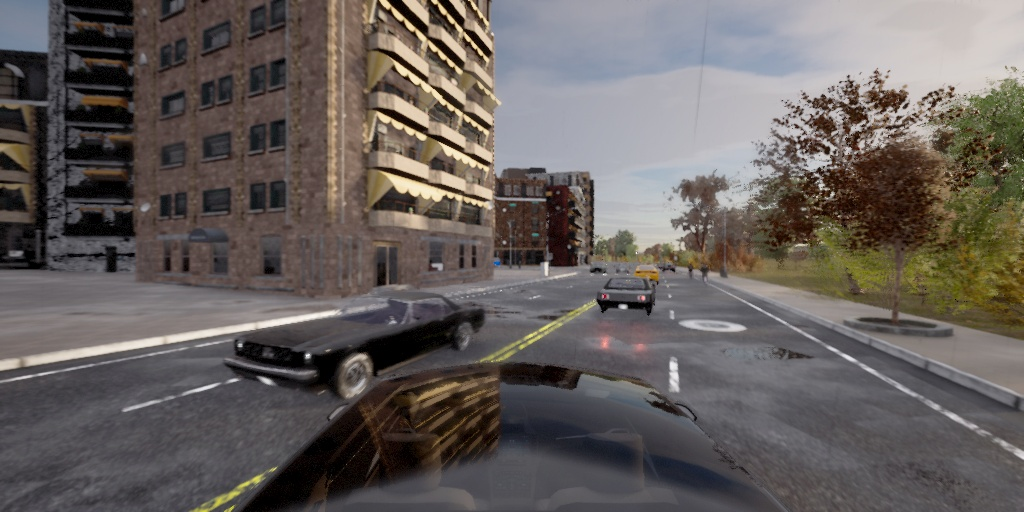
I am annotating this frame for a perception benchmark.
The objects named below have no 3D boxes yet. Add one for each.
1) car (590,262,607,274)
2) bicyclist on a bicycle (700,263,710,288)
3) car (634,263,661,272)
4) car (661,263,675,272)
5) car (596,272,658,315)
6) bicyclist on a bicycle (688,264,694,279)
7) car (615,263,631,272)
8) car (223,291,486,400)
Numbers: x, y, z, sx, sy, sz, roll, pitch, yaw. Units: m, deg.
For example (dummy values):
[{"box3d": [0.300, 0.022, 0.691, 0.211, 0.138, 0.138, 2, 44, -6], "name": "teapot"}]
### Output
[{"box3d": [12.408, 1.596, 51.279, 2.097, 1.767, 4.553, 0, 0, 19], "name": "car"}, {"box3d": [14.004, 1.398, 26.053, 0.659, 1.776, 1.843, 0, 0, 22], "name": "bicyclist on a bicycle"}, {"box3d": [11.721, 1.542, 31.193, 1.882, 1.535, 5.008, 0, -1, 22], "name": "car"}, {"box3d": [25.388, 1.856, 58.244, 1.837, 1.490, 4.892, 0, 0, 19], "name": "car"}, {"box3d": [4.747, 1.486, 14.469, 1.895, 1.301, 4.718, 0, -1, 23], "name": "car"}, {"box3d": [18.107, 1.586, 36.326, 0.582, 1.620, 1.656, 0, -1, 21], "name": "bicyclist on a bicycle"}, {"box3d": [15.874, 1.778, 51.233, 2.128, 1.511, 4.902, 0, -1, 20], "name": "car"}, {"box3d": [-2.379, 1.387, 6.815, 1.895, 1.301, 4.718, 0, -1, 24], "name": "car"}]
